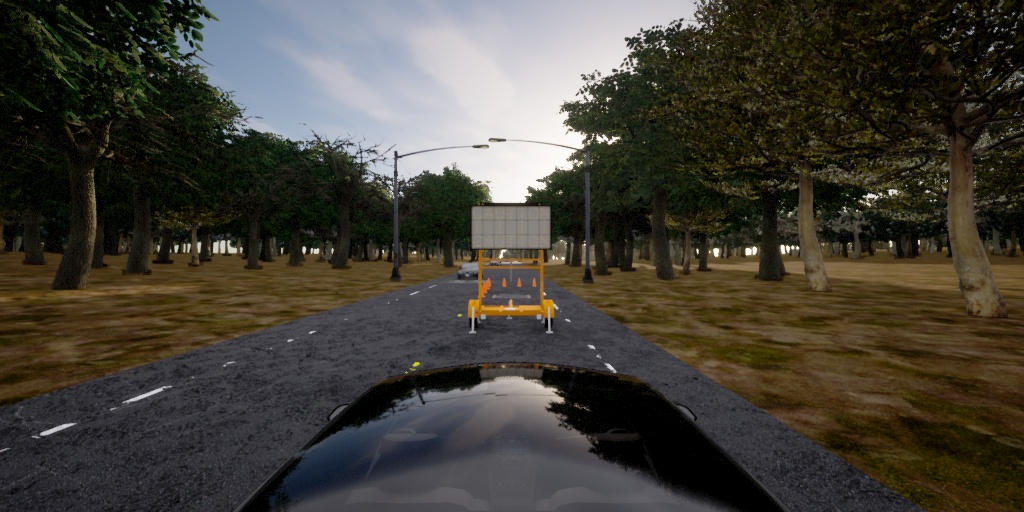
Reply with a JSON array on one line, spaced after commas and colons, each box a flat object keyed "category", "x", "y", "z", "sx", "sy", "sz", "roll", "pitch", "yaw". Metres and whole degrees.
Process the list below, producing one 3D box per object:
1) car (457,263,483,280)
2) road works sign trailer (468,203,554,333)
[{"category": "car", "x": -3.627, "y": 1.314, "z": 31.464, "sx": 1.812, "sy": 1.442, "sz": 4.674, "roll": 0, "pitch": 0, "yaw": 0}, {"category": "road works sign trailer", "x": -0.027, "y": 0.223, "z": 10.723, "sx": 2.380, "sy": 3.560, "sz": 2.880, "roll": 0, "pitch": 0, "yaw": 0}]
